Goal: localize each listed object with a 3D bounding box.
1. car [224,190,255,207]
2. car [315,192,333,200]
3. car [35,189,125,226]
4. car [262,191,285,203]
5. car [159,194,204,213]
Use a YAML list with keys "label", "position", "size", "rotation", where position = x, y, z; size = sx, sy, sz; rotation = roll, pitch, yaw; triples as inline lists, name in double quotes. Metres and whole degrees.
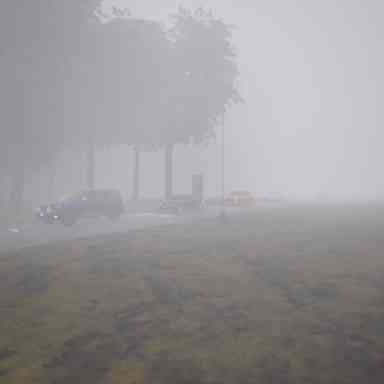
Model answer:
- label: "car"
  position: [5.176, 0.620, 36.987]
  size: [2.097, 1.767, 4.553]
  rotation: [1, 2, 35]
- label: "car"
  position: [22.102, 0.598, 55.622]
  size: [1.895, 1.301, 4.718]
  rotation: [1, 1, 35]
- label: "car"
  position: [-6.640, 0.835, 20.438]
  size: [2.150, 2.045, 5.566]
  rotation: [1, 2, 34]
- label: "car"
  position: [11.172, 0.647, 45.304]
  size: [1.812, 1.442, 4.674]
  rotation: [1, 2, 36]
- label: "car"
  position: [-0.815, 0.939, 28.626]
  size: [1.837, 1.490, 4.892]
  rotation: [1, 2, 36]
